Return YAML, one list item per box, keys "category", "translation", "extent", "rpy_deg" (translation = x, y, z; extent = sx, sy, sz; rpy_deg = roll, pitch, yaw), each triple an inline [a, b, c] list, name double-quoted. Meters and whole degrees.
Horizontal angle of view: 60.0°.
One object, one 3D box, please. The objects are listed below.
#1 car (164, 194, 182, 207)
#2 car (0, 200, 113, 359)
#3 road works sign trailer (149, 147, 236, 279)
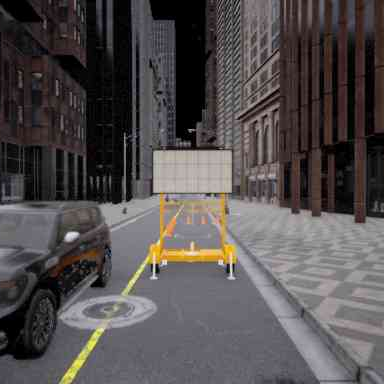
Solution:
- category: "car"
  translation: [-3.001, 1.378, 48.545]
  extent: [2.128, 1.511, 4.902]
  rpy_deg: [0, 0, 0]
- category: "car"
  translation: [-3.088, 1.218, 6.328]
  extent: [2.150, 2.045, 5.566]
  rpy_deg: [0, 0, 0]
- category: "road works sign trailer"
  translation: [0.019, 0.457, 9.962]
  extent: [2.380, 3.560, 2.880]
  rpy_deg: [0, 0, 0]
